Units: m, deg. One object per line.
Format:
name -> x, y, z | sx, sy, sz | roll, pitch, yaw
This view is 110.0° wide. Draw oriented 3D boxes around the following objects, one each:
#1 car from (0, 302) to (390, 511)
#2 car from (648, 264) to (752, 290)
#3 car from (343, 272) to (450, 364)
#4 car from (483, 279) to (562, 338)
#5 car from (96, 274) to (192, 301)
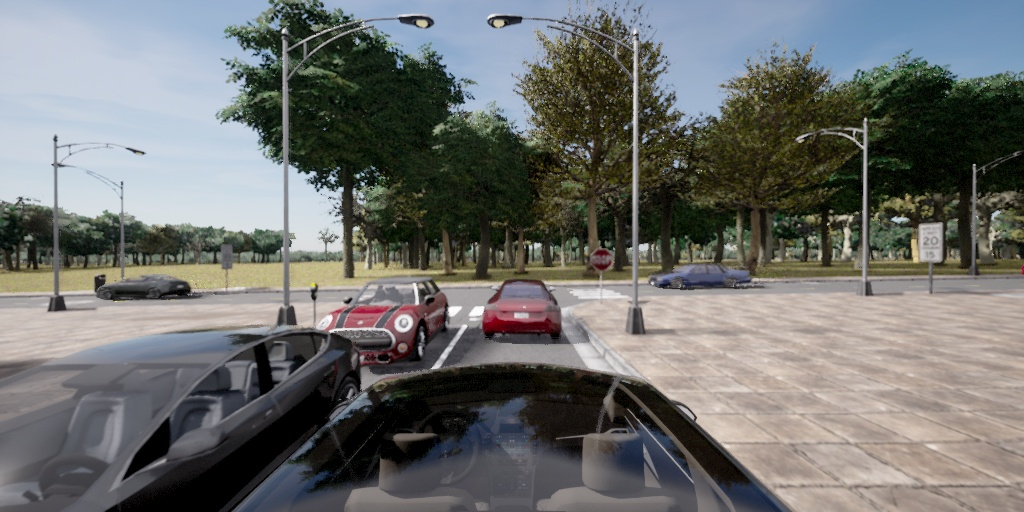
car -> -2.638, 1.321, 2.638 | 1.948, 1.339, 4.313 | 0, 0, 0
car -> 10.825, 1.157, 20.833 | 5.357, 1.411, 2.033 | -1, 0, 0
car -> -2.637, 1.226, 8.073 | 1.967, 1.591, 4.097 | 0, 0, 0
car -> 0.331, 1.361, 10.382 | 1.994, 1.385, 4.181 | 0, 0, 3
car -> -21.292, 1.788, 20.857 | 4.181, 1.385, 1.994 | -1, 0, 0
